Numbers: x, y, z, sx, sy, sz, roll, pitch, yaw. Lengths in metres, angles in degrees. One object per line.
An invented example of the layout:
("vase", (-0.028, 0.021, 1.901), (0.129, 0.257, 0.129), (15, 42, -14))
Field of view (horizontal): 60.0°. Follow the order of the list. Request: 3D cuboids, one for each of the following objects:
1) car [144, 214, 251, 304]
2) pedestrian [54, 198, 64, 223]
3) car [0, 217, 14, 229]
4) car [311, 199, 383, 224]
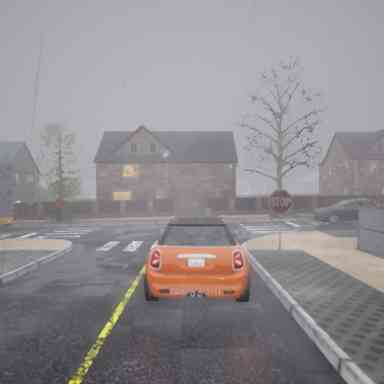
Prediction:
("car", (0.180, 1.359, 8.394), (2.097, 1.767, 4.553), (0, 0, 2))
("pedestrian", (-9.695, 1.282, 24.200), (0.375, 1.860, 0.375), (0, 2, 0))
("car", (-14.169, 1.764, 21.279), (5.008, 1.535, 1.882), (-1, 1, 0))
("car", (10.211, 1.213, 21.361), (4.892, 1.490, 1.837), (-2, 1, 0))
